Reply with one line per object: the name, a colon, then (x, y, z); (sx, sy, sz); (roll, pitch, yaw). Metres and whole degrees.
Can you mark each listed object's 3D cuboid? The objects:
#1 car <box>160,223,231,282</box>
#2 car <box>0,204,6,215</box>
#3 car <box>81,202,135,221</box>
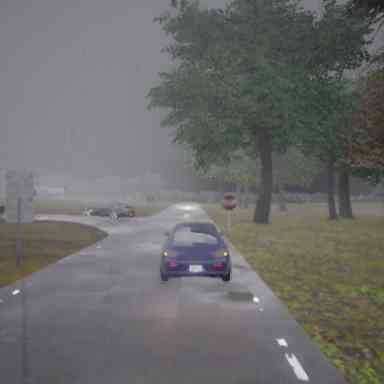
car: (0.090, 1.650, 10.065); (1.812, 1.442, 4.674); (0, -1, 0)
car: (-17.008, 1.143, 26.491); (4.718, 1.301, 1.895); (3, -1, 1)
car: (-7.170, 1.568, 28.263); (4.902, 1.511, 2.128); (2, -2, 26)
